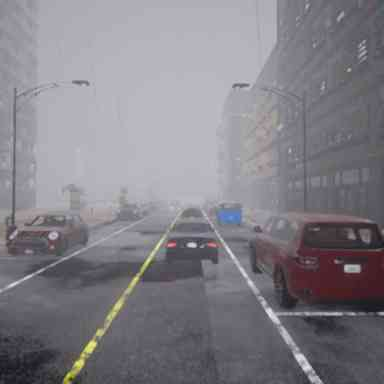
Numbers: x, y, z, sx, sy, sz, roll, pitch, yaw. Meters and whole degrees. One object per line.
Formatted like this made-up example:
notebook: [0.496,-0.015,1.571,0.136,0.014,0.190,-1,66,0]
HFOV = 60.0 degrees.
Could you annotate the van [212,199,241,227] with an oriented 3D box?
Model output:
van: [2.704,1.590,24.933,1.690,1.788,3.998,1,-1,0]

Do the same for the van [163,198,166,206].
van: [-5.643,1.849,53.130,1.690,1.788,3.998,1,-1,0]

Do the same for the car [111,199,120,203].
car: [-19.716,2.521,90.377,4.403,1.369,2.008,0,-1,1]

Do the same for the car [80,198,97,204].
car: [-26.376,2.244,81.833,4.097,1.590,1.967,0,-1,1]

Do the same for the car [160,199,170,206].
car: [-5.645,2.199,70.065,1.887,1.381,4.507,1,0,0]

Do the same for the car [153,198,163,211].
car: [-5.646,2.002,47.483,1.887,1.381,4.507,1,-1,0]

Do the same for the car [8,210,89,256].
car: [-5.682,1.578,13.610,1.967,1.590,4.097,1,-1,0]

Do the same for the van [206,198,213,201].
van: [2.705,1.799,47.517,1.690,1.788,3.998,1,-1,0]

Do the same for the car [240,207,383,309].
car: [2.703,1.397,7.995,2.192,1.841,5.009,1,-1,0]

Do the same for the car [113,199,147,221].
car: [-5.651,1.742,30.547,1.967,1.590,4.097,1,-1,0]

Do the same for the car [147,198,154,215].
car: [-5.645,1.795,36.193,1.967,1.590,4.097,1,-1,0]

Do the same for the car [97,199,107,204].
car: [-25.197,2.563,90.453,4.313,1.339,1.947,0,-1,1]

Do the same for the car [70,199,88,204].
car: [-30.677,2.605,90.527,4.206,1.307,1.802,0,-1,1]

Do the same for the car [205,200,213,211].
car: [2.701,1.900,36.225,1.887,1.381,4.507,1,-1,0]

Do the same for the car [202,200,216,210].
car: [2.702,2.074,53.161,1.947,1.339,4.313,1,0,0]

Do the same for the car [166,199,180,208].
car: [-3.035,2.129,61.633,2.033,1.411,5.357,0,0,1]

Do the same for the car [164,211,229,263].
car: [0.010,1.675,12.541,2.033,1.411,5.357,0,-1,0]

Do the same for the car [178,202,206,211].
car: [0.028,1.812,28.903,1.812,1.442,4.674,0,0,1]
